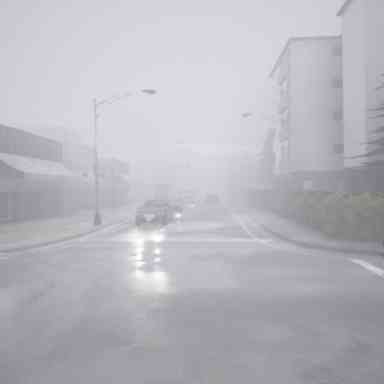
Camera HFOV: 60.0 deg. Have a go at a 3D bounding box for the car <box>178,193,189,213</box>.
[{"bbox_3d":[-1.716,1.169,31.899,2.033,1.411,5.357,-1,1,3],"label":"car"}]

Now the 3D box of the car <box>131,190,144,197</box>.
[{"bbox_3d":[-13.978,0.687,87.385,2.007,1.523,4.514,-1,1,3],"label":"car"}]

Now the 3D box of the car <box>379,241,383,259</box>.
[{"bbox_3d":[7.469,1.505,8.377,4.718,1.301,1.895,-1,1,2],"label":"car"}]

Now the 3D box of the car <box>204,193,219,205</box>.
[{"bbox_3d":[2.682,0.885,44.525,2.128,1.511,4.902,-1,1,3],"label":"car"}]

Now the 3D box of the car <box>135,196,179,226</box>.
[{"bbox_3d":[-2.312,1.248,21.292,2.128,1.511,4.902,-1,1,3],"label":"car"}]

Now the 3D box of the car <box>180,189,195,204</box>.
[{"bbox_3d":[-0.721,0.629,48.776,2.150,2.045,5.566,-1,0,4],"label":"car"}]
